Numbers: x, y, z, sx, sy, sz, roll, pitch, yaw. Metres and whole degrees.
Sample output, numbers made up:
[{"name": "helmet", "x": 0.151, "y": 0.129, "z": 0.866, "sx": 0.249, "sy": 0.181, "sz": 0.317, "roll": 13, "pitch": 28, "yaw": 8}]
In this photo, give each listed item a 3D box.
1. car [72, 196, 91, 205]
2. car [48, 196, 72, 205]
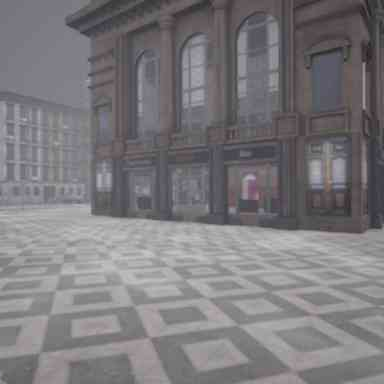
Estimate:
[{"name": "car", "x": -17.127, "y": 1.406, "z": 55.480, "sx": 1.994, "sy": 1.385, "sz": 4.181, "roll": 0, "pitch": 0, "yaw": 36}, {"name": "car", "x": -21.398, "y": 1.372, "z": 55.098, "sx": 1.837, "sy": 1.490, "sz": 4.892, "roll": 0, "pitch": 0, "yaw": 36}]
